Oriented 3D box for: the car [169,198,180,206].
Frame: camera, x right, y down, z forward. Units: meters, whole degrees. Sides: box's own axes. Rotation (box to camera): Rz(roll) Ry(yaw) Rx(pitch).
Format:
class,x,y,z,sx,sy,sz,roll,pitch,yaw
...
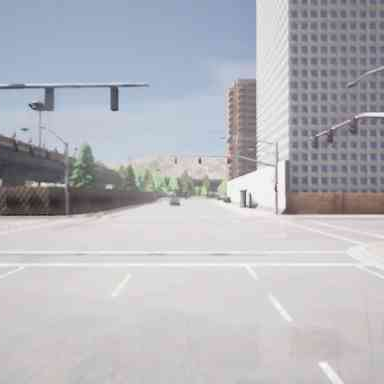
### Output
class,x,y,z,sx,sy,sz,roll,pitch,yaw
car,-3.513,1.994,67.513,2.097,1.767,4.553,0,-1,0
